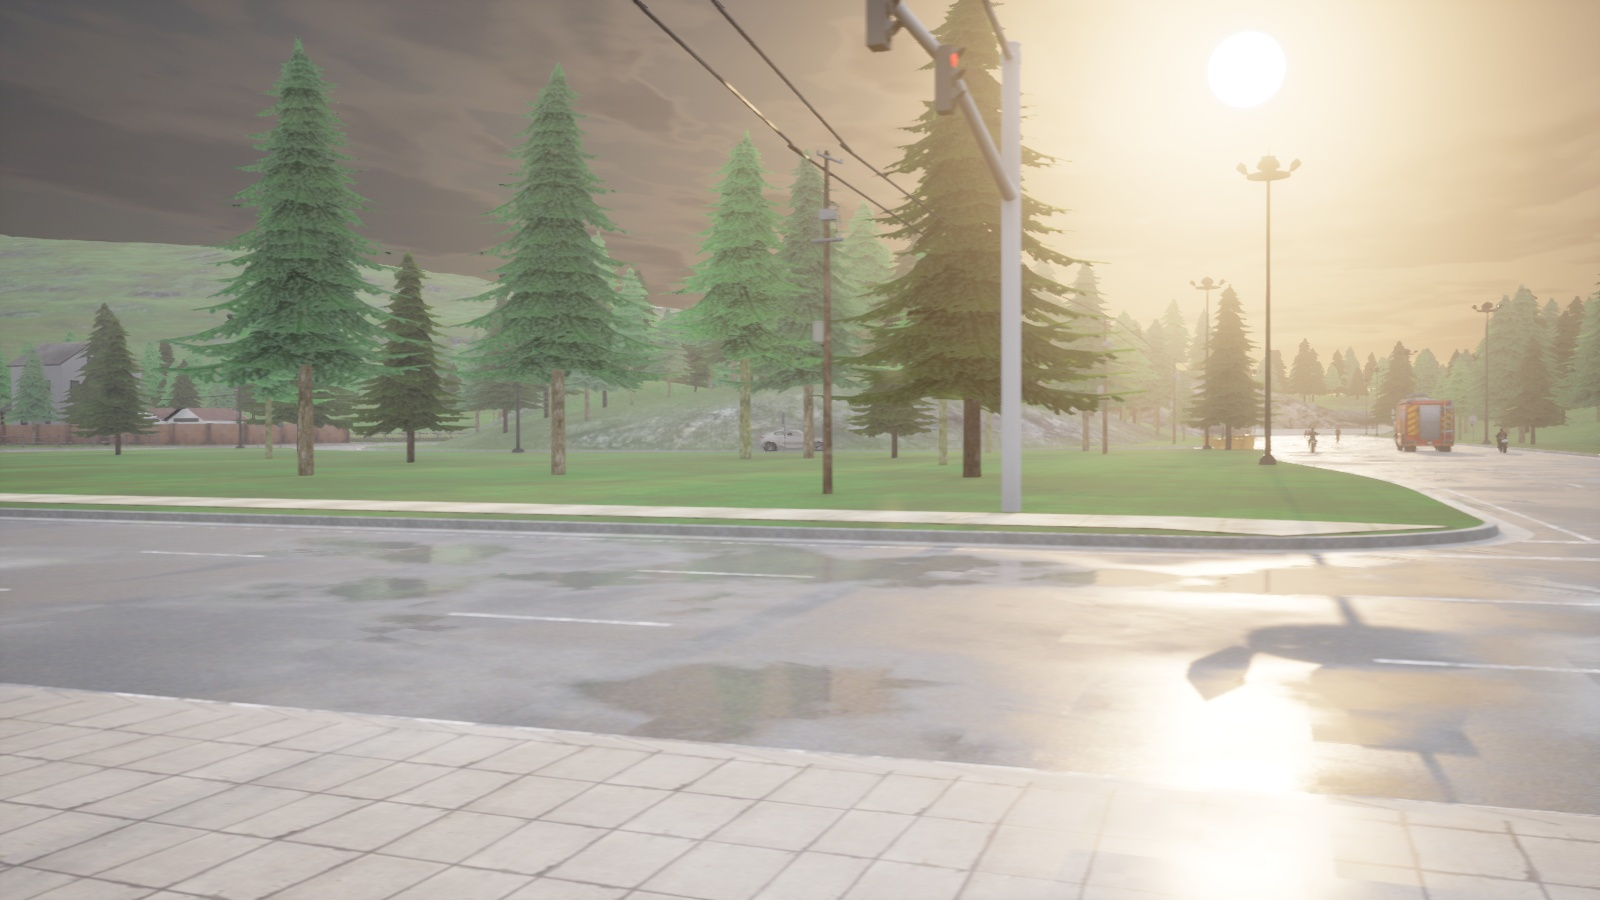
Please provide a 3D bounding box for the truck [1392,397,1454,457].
[{"bbox_3d":[42.002,-1.530,84.864,2.891,3.827,8.468,1,1,21],"label":"truck"}]

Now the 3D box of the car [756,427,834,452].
[{"bbox_3d":[-0.328,-0.740,84.438,5.027,1.651,2.152,0,1,6],"label":"car"}]
